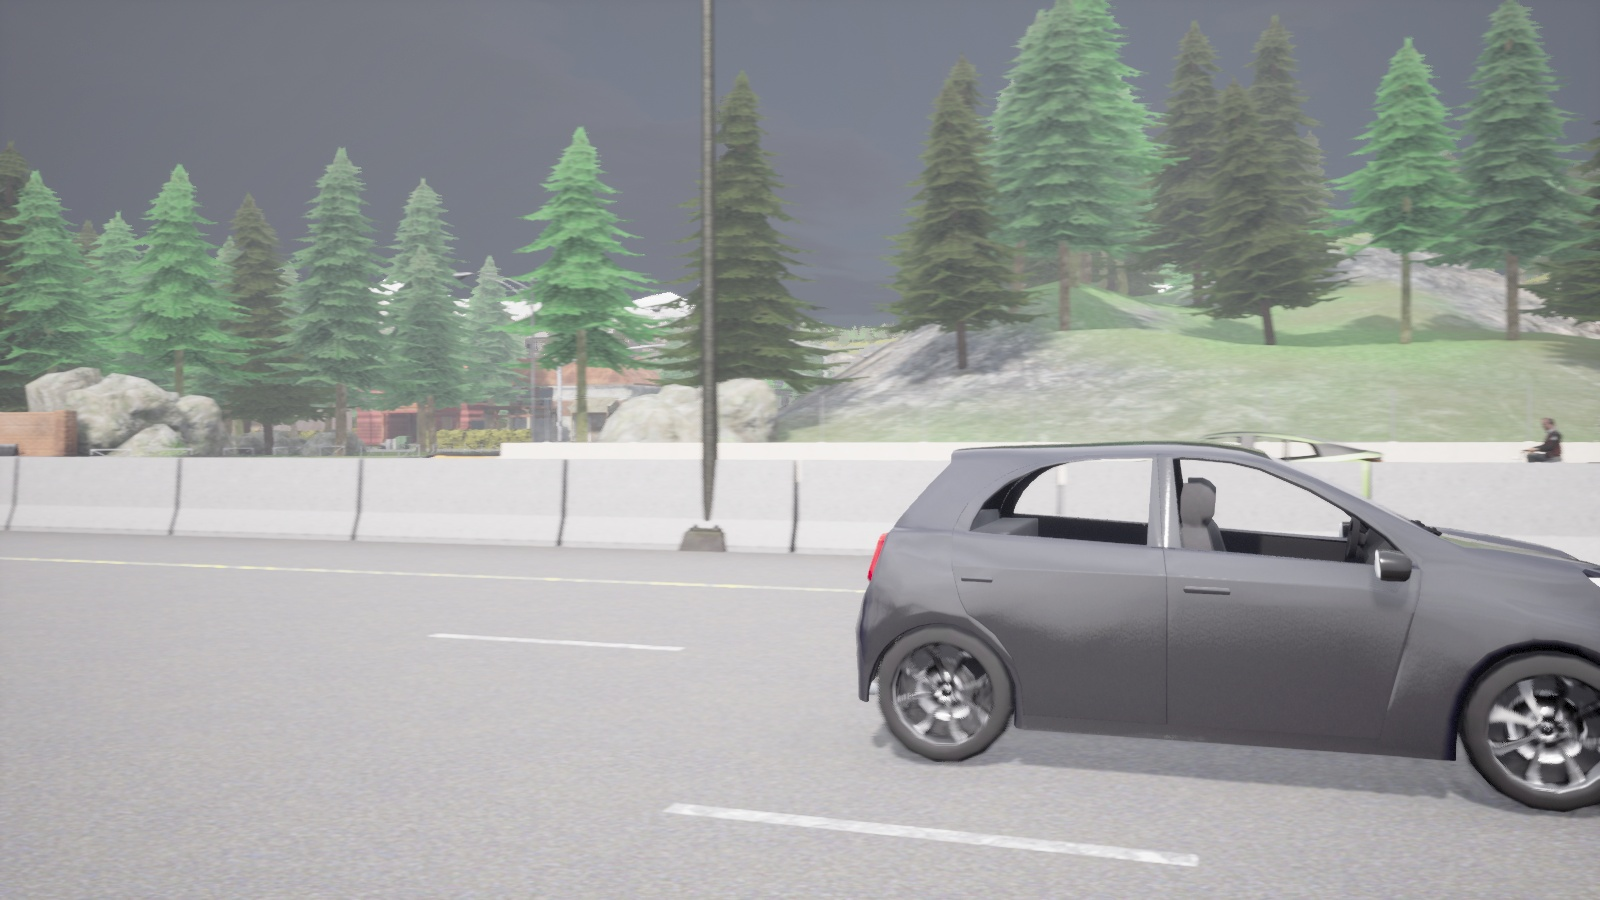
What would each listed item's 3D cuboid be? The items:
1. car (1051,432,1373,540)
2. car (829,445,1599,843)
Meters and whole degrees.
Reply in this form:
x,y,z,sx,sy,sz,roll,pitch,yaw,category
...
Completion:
x,y,z,sx,sy,sz,roll,pitch,yaw,category
6.321,0.485,19.528,4.514,1.525,2.007,1,1,19,car
2.155,0.750,6.161,3.633,1.501,1.845,1,1,19,car
